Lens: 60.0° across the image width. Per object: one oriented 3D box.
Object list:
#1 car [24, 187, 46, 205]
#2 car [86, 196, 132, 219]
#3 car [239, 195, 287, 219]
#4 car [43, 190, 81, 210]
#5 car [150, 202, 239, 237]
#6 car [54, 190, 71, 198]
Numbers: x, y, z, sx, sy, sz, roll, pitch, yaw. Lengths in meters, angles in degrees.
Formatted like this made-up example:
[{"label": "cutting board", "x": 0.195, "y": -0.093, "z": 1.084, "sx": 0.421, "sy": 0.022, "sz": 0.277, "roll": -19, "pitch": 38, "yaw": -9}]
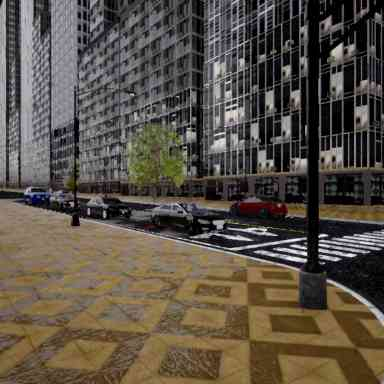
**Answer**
[{"label": "car", "x": -18.866, "y": 0.433, "z": 40.572, "sx": 2.150, "sy": 2.045, "sz": 5.566, "roll": 0, "pitch": 1, "yaw": -38}, {"label": "car", "x": -6.111, "y": 1.097, "z": 24.208, "sx": 1.837, "sy": 1.490, "sz": 4.892, "roll": 0, "pitch": 1, "yaw": -38}, {"label": "car", "x": 5.088, "y": 1.033, "z": 26.030, "sx": 2.097, "sy": 1.767, "sz": 4.553, "roll": 0, "pitch": 1, "yaw": -38}, {"label": "car", "x": -12.347, "y": 0.899, "z": 32.167, "sx": 2.128, "sy": 1.511, "sz": 4.902, "roll": 0, "pitch": 1, "yaw": -38}, {"label": "car", "x": -0.268, "y": 1.257, "z": 16.776, "sx": 2.128, "sy": 1.511, "sz": 4.902, "roll": 0, "pitch": 1, "yaw": -38}, {"label": "car", "x": -25.299, "y": 0.299, "z": 64.873, "sx": 1.812, "sy": 1.442, "sz": 4.674, "roll": 0, "pitch": 1, "yaw": -38}]
